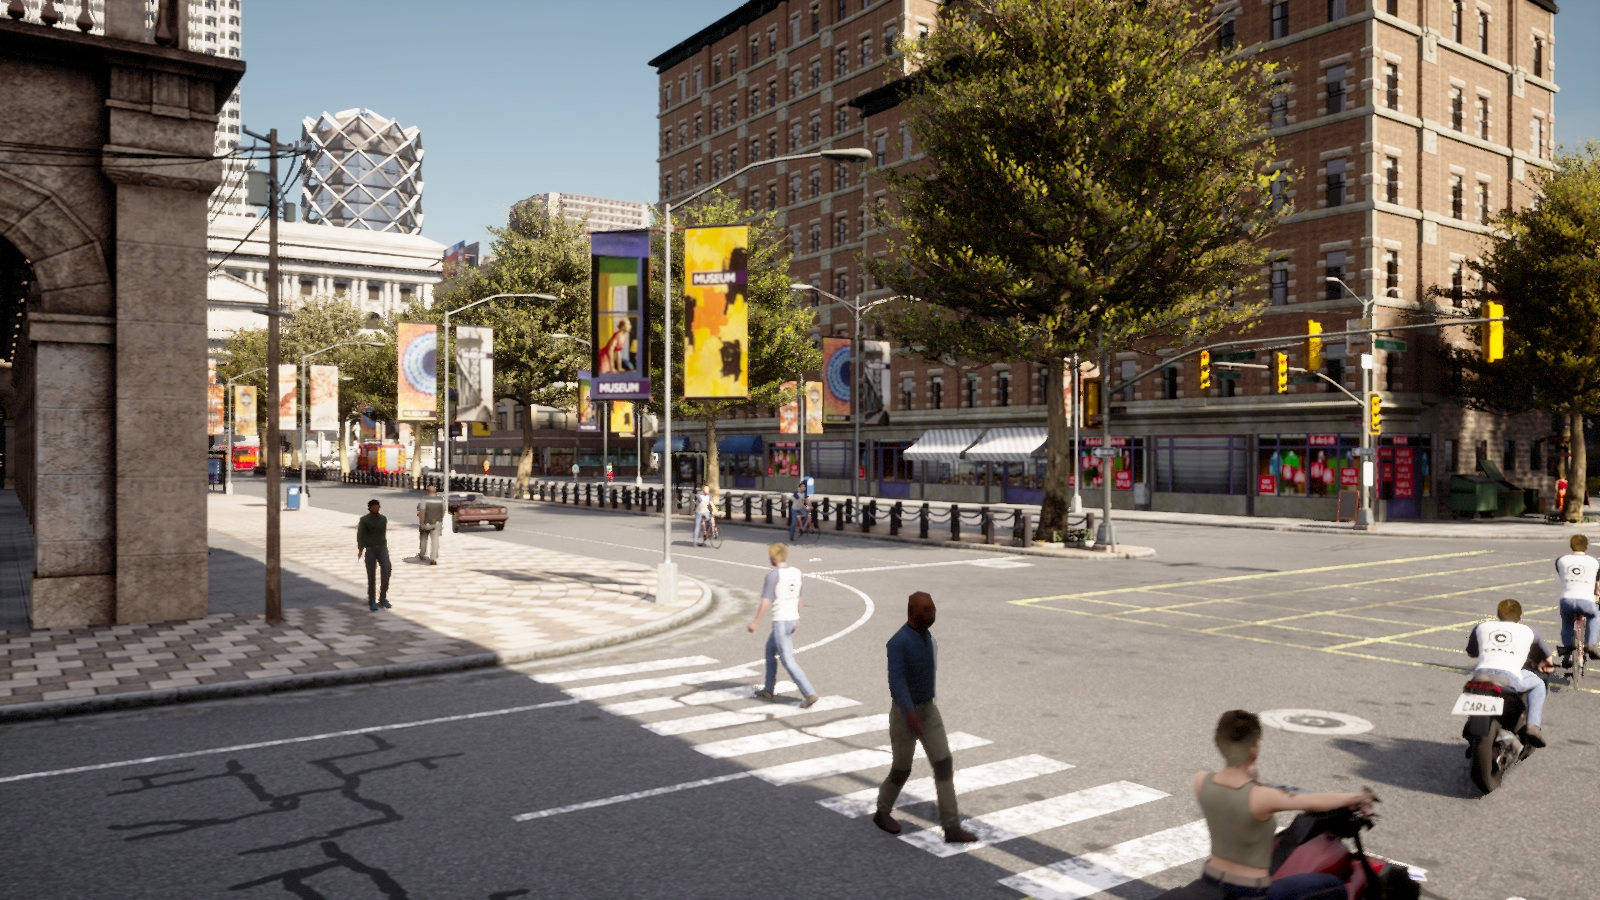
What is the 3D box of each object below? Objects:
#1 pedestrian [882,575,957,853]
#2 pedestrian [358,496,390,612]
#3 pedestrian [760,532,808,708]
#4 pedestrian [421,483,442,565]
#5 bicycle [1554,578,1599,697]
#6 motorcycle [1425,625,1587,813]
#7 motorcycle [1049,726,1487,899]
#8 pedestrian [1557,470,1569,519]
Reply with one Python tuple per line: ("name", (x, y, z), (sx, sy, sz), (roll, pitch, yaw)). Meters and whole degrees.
("pedestrian", (0.849, 1.852, 8.153), (0.375, 1.860, 0.375), (0, 0, -40))
("pedestrian", (-6.995, 1.700, 18.760), (0.375, 1.860, 0.375), (0, 0, -40))
("pedestrian", (-0.171, 1.853, 12.563), (0.375, 1.860, 0.375), (0, 0, 38))
("pedestrian", (-8.478, 1.701, 26.292), (0.375, 1.860, 0.375), (0, 0, -35))
("bicycle", (9.393, 2.215, 13.758), (0.373, 1.196, 1.643), (0, 0, 39))
("motorcycle", (6.076, 2.219, 9.779), (0.803, 1.145, 2.033), (0, 0, 43))
("motorcycle", (2.276, 2.174, 5.384), (2.356, 1.277, 0.764), (0, 0, -35))
("pedestrian", (29.378, 1.724, 44.004), (0.375, 1.860, 0.375), (0, 0, 35))
